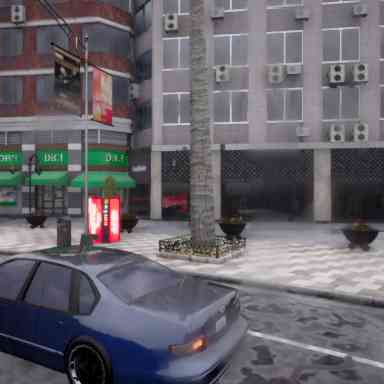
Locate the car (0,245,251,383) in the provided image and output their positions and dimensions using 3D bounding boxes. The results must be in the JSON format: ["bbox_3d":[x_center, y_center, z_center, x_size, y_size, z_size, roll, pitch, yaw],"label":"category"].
[{"bbox_3d":[-1.895,1.547,4.962,5.357,1.411,2.033,0,0,28],"label":"car"}]

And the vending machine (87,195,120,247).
[{"bbox_3d":[-3.733,1.195,14.134,0.880,2.100,1.100,0,0,24],"label":"vending machine"}]
